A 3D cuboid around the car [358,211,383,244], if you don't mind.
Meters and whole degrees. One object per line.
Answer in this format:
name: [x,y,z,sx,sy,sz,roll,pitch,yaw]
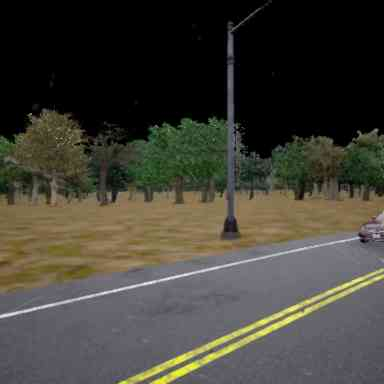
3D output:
car: [9.151,1.481,14.621,4.674,1.442,1.812,0,0,-38]
